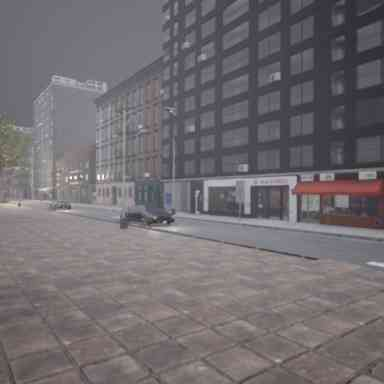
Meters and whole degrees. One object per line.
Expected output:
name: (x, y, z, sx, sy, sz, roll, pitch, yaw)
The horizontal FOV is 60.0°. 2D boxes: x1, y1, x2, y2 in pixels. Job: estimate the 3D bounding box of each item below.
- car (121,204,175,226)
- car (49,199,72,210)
car: (-3.305, 1.576, 23.794, 2.033, 1.411, 5.357, 1, 0, -36)
car: (-17.133, 1.630, 43.169, 1.994, 1.385, 4.181, 1, 0, -35)
